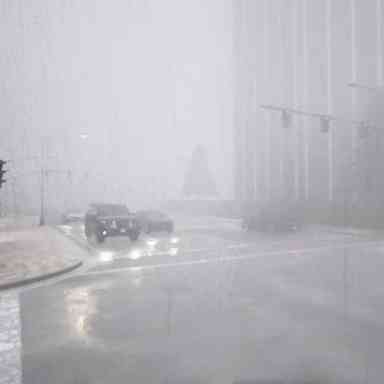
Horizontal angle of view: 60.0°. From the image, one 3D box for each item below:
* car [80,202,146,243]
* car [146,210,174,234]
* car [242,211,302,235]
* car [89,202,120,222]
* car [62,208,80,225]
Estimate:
[{"bbox_3d":[-4.838,1.712,19.654,2.150,2.045,5.566,0,-1,-28],"label":"car"},{"bbox_3d":[-2.931,2.040,23.553,1.882,1.535,5.008,0,-1,-28],"label":"car"},{"bbox_3d":[5.262,2.035,22.503,1.837,1.490,4.892,-1,-1,-25],"label":"car"},{"bbox_3d":[-9.736,2.096,36.557,2.150,2.045,5.566,0,-2,-28],"label":"car"},{"bbox_3d":[-11.495,2.319,32.350,1.812,1.442,4.674,0,-1,-27],"label":"car"}]
